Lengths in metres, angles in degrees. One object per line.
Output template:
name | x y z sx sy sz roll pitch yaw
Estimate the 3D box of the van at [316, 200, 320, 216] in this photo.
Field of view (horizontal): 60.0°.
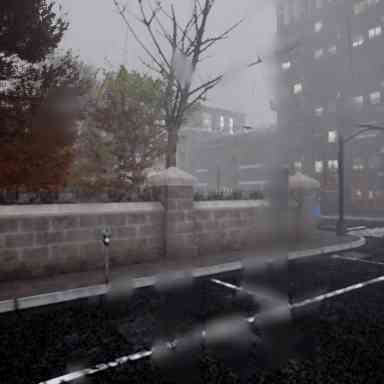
van | 10.518 1.636 32.681 1.690 1.788 3.998 -1 0 -36
